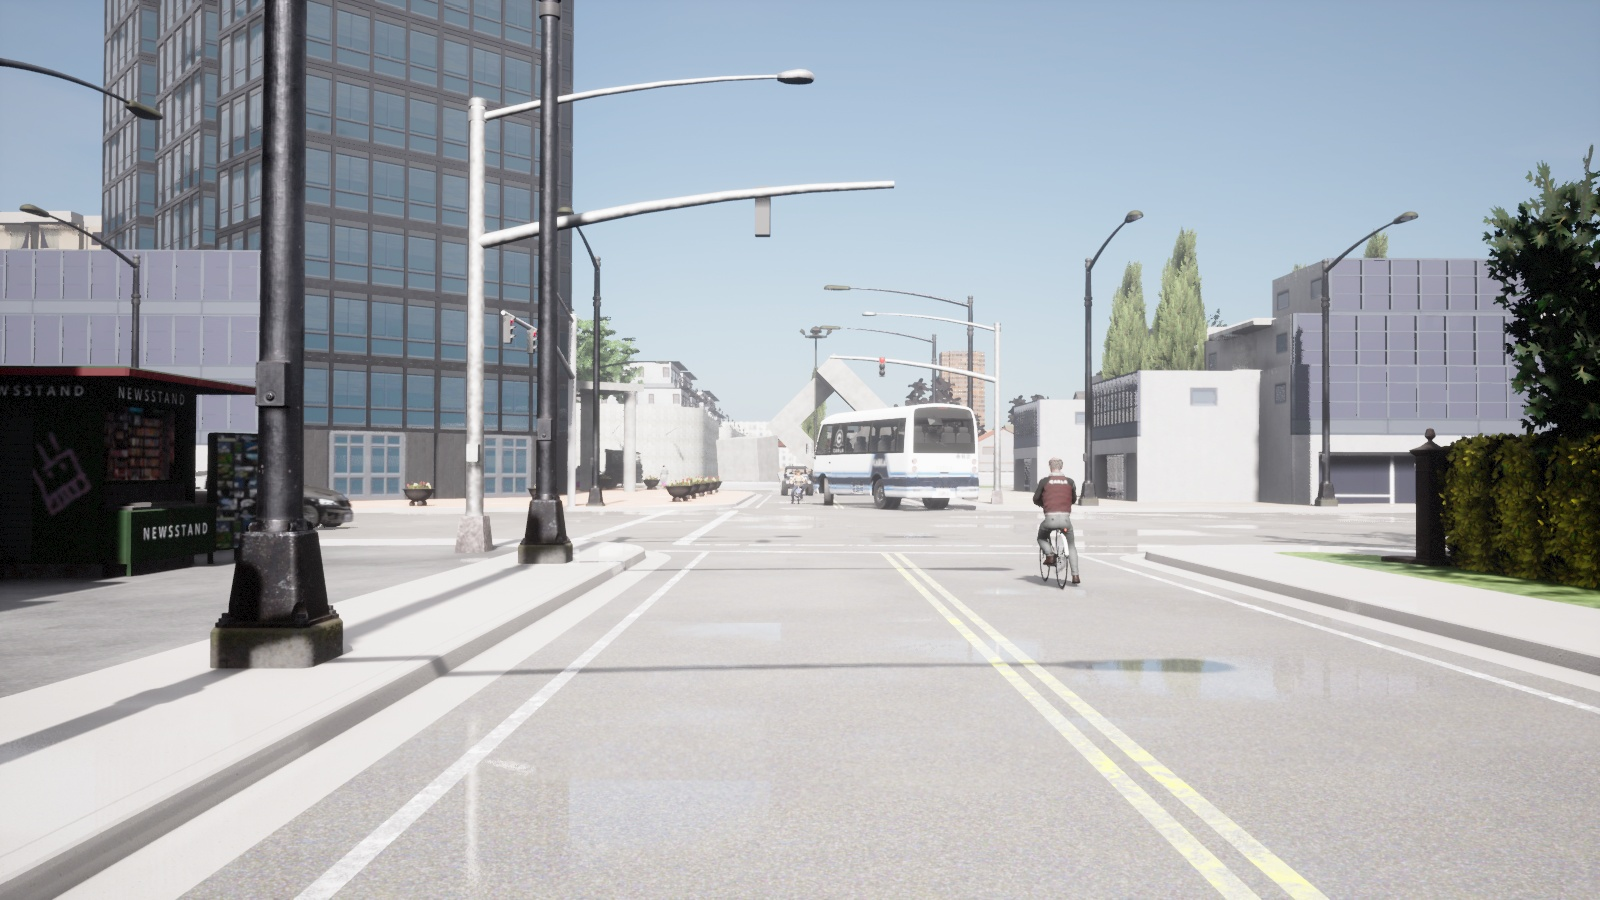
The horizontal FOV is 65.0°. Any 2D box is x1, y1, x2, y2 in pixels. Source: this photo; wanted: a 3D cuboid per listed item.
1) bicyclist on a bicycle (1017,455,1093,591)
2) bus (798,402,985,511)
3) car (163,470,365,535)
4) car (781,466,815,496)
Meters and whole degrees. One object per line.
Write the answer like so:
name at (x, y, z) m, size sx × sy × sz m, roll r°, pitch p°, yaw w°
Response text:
bicyclist on a bicycle at (3.485, 0.961, 17.280) m, size 0.659 × 1.776 × 1.843 m, roll 0°, pitch -1°, yaw 0°
bus at (3.658, 0.336, 54.454) m, size 3.944 × 4.253 × 10.273 m, roll 0°, pitch -1°, yaw -22°
car at (-14.703, 1.424, 34.661) m, size 4.611 × 1.667 × 2.242 m, roll -1°, pitch -1°, yaw -1°
car at (-0.170, 1.936, 79.110) m, size 1.905 × 1.878 × 3.866 m, roll 0°, pitch -1°, yaw -3°
